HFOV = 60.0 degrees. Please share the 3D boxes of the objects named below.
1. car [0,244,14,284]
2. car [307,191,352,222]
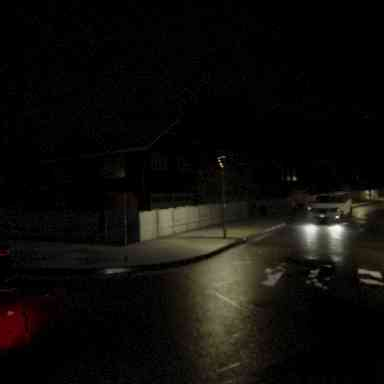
[{"bbox_3d":[-6.597,1.632,7.882,5.008,1.535,1.882,-1,2,22],"label":"car"},{"bbox_3d":[9.964,1.059,23.836,2.150,2.045,5.566,-2,2,35],"label":"car"}]
